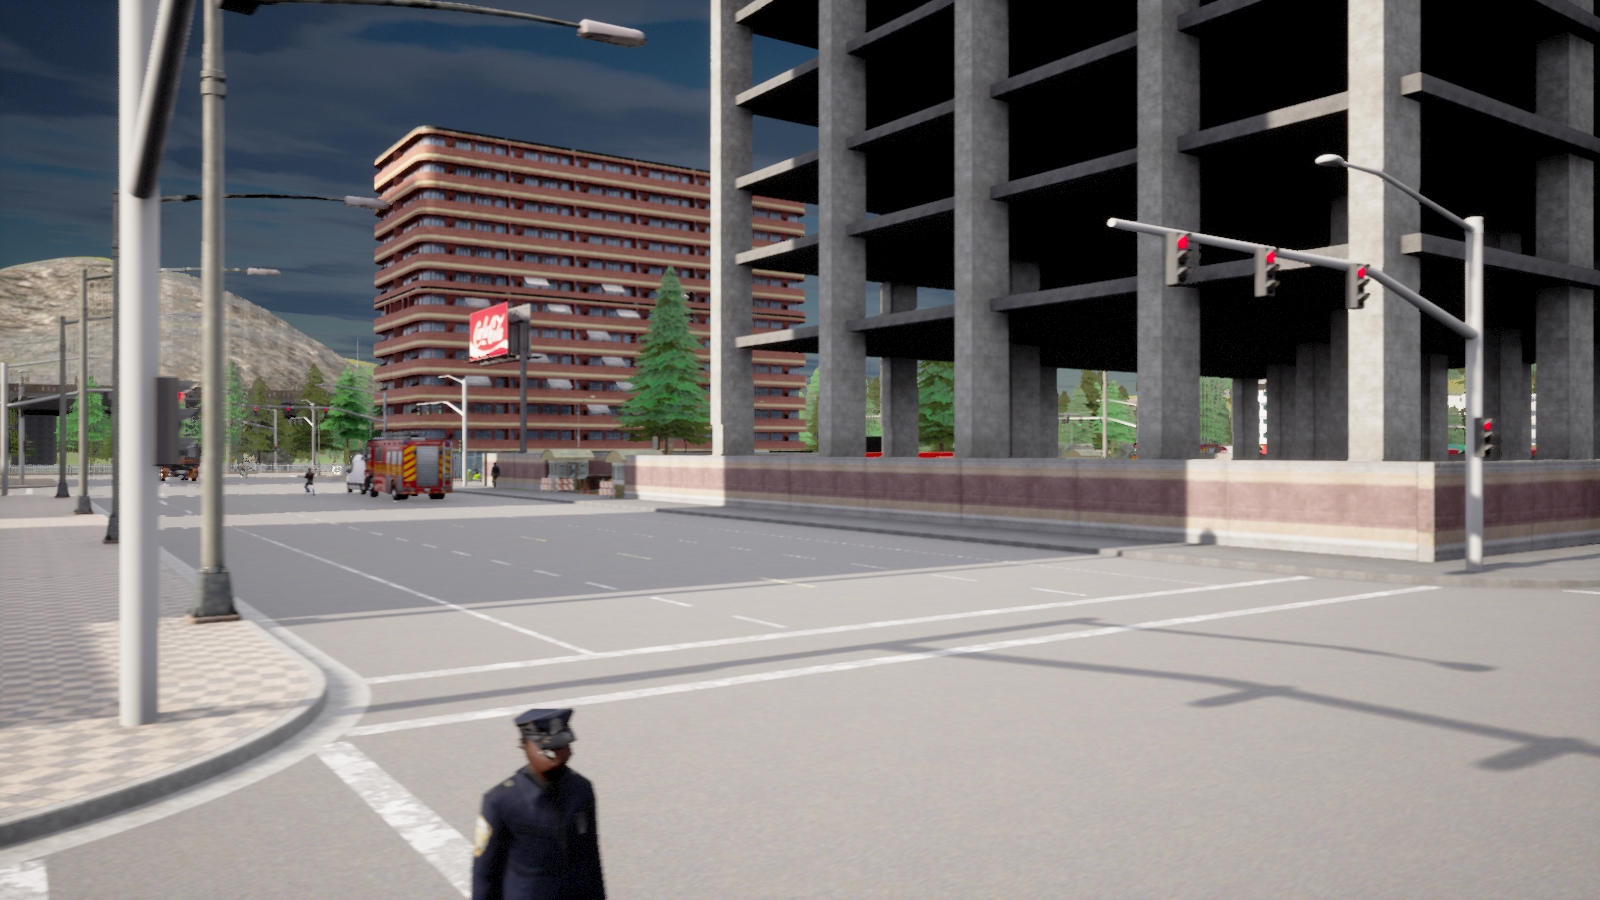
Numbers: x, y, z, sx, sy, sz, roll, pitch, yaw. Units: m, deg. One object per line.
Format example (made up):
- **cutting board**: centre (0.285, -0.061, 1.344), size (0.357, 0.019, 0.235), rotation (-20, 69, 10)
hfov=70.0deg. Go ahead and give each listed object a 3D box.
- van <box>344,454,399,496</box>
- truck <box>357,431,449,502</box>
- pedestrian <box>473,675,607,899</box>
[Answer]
- **van**: centre (-27.517, 1.535, 73.211), size (1.988, 2.561, 5.915), rotation (0, 0, -34)
- **truck**: centre (-23.171, 0.891, 66.400), size (2.891, 3.827, 8.468), rotation (0, 0, -34)
- **pedestrian**: centre (-1.005, 1.849, 4.407), size (0.375, 1.860, 0.375), rotation (0, 0, -39)
